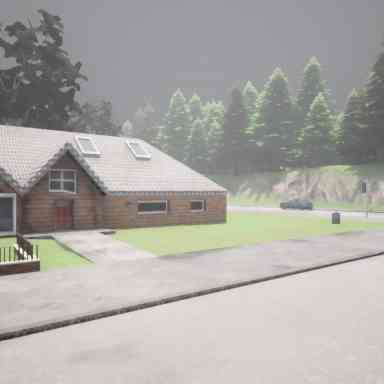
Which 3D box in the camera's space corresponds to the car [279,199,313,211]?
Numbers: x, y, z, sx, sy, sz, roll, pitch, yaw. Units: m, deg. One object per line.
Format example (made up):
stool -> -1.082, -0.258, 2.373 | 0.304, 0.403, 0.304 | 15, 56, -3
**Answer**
car -> 13.082, 1.564, 41.879 | 1.994, 1.385, 4.181 | 0, 0, -35
